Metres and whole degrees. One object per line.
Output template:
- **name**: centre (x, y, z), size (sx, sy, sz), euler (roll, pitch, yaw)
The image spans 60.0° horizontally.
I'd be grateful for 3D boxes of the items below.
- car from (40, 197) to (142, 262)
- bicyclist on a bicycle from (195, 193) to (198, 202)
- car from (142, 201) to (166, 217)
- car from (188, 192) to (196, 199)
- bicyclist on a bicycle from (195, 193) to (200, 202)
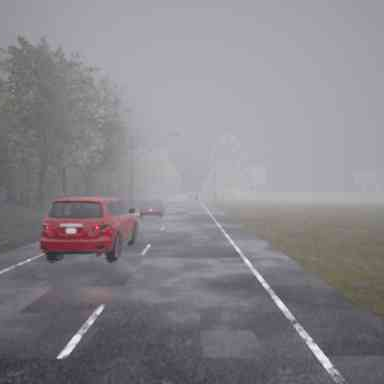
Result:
- **car**: centre (-3.401, 1.173, 12.030), size (2.150, 2.045, 5.566), euler (0, 0, 0)
- **bicyclist on a bicycle**: centre (0.935, 1.097, 68.323), size (0.659, 1.776, 1.843), euler (0, 0, 0)
- **car**: centre (-3.413, 1.445, 29.435), size (1.994, 1.385, 4.181), euler (0, 0, 0)
- **car**: centre (-0.033, 1.084, 85.587), size (1.994, 1.385, 4.181), euler (0, 0, 0)
- **bicyclist on a bicycle**: centre (0.936, 1.199, 59.668), size (0.866, 1.612, 1.509), euler (0, -1, 0)
